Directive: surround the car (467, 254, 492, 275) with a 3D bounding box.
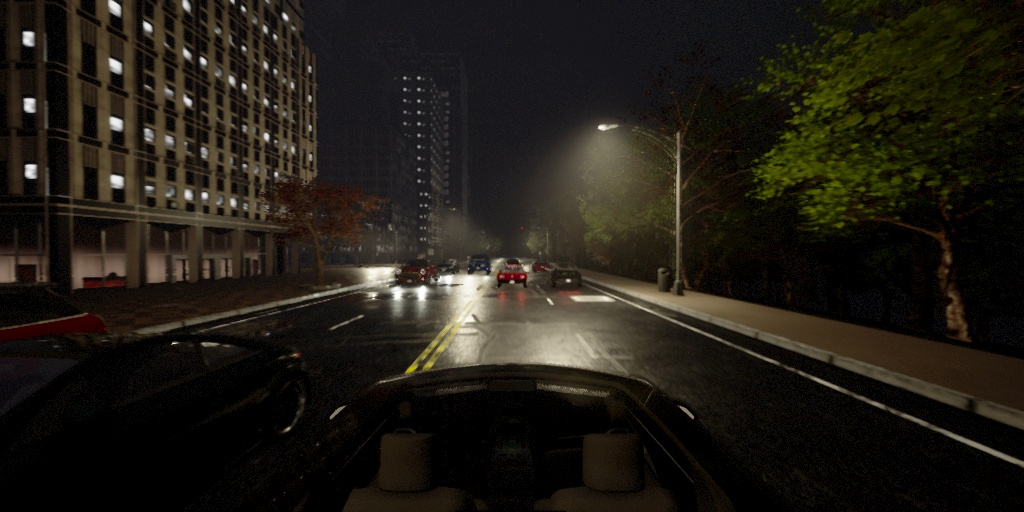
[{"bbox_3d":[-3.257,0.803,37.168,2.150,2.045,5.566,0,0,0],"label":"car"}]

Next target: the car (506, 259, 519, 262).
[{"bbox_3d":[0.073,1.085,41.275,1.837,1.490,4.892,0,0,0],"label":"car"}]

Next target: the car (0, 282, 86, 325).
[{"bbox_3d":[-6.596,1.095,3.057,2.097,1.767,4.553,0,0,0],"label":"car"}]

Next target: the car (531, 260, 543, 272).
[{"bbox_3d":[3.322,1.144,41.282,1.994,1.385,4.181,0,0,0],"label":"car"}]

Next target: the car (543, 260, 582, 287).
[{"bbox_3d":[3.274,1.161,23.123,1.837,1.490,4.892,0,0,1],"label":"car"}]

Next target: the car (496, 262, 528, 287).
[{"bbox_3d":[0.024,1.256,23.418,1.895,1.301,4.718,0,0,1],"label":"car"}]

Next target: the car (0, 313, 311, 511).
[{"bbox_3d":[-3.348,1.310,2.501,1.994,1.385,4.181,0,0,0],"label":"car"}]

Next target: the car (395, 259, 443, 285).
[{"bbox_3d":[-6.512,0.997,24.982,2.097,1.767,4.553,0,0,0],"label":"car"}]

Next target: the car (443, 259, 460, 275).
[{"bbox_3d":[-6.512,1.091,36.862,2.128,1.511,4.902,0,0,0],"label":"car"}]
